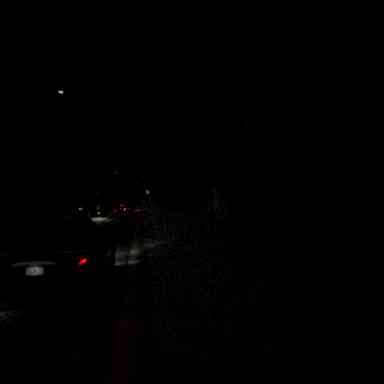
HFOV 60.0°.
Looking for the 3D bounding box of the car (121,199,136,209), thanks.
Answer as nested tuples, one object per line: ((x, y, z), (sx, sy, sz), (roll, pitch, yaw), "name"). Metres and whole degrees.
((-9.228, 1.751, 48.582), (1.895, 1.301, 4.718), (0, 0, -9), "car")

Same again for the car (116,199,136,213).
((-7.598, 1.617, 38.240), (1.837, 1.490, 4.892), (0, 0, -8), "car")

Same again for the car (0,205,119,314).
((-2.999, 1.373, 7.771), (2.097, 1.767, 4.553), (0, 0, -9), "car")

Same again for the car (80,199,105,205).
((-9.588, 1.463, 32.173), (2.097, 1.767, 4.553), (0, 0, -8), "car")
